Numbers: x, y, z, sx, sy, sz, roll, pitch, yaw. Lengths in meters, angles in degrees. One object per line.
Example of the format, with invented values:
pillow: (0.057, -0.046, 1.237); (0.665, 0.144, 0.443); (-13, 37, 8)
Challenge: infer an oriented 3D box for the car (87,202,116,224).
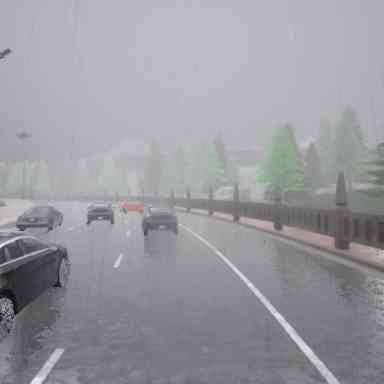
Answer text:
car: (-6.798, 1.529, 24.975); (1.837, 1.490, 4.892); (0, 0, -14)

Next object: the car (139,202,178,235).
car: (-1.925, 1.511, 19.006); (1.837, 1.490, 4.892); (0, 0, -10)

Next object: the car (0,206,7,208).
car: (-24.322, 1.614, 41.674); (1.812, 1.442, 4.674); (0, 0, -26)

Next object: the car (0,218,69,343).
car: (-3.825, 1.505, 6.311); (2.128, 1.511, 4.902); (0, 0, -4)

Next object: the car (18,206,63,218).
car: (-9.329, 1.581, 20.745); (2.033, 1.411, 5.357); (0, 0, -12)

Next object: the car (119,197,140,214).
car: (-6.781, 1.375, 36.613); (2.097, 1.767, 4.553); (0, 0, -20)
